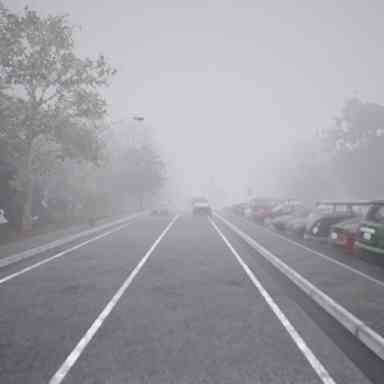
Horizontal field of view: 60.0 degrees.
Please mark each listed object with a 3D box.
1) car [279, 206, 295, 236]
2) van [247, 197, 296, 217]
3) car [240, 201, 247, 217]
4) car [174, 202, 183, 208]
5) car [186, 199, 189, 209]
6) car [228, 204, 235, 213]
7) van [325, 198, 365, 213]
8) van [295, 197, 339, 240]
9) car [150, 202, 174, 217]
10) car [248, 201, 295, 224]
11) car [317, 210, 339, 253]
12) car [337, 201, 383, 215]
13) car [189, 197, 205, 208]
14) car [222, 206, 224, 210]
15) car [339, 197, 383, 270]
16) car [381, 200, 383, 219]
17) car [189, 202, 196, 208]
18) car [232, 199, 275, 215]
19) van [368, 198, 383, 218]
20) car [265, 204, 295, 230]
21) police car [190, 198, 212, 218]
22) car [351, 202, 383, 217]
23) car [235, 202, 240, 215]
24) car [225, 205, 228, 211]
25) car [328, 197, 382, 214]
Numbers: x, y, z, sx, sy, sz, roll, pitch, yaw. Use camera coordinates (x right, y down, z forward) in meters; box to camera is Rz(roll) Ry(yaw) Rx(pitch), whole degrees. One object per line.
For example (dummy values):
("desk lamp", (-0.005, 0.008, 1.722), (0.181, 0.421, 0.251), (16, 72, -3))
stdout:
("car", (7.077, 1.595, 16.689), (4.674, 1.452, 2.002), (0, -1, 0))
("van", (7.209, 1.481, 27.796), (4.442, 1.987, 1.878), (0, -1, 0))
("car", (7.099, 1.785, 30.569), (4.674, 1.452, 2.002), (0, -1, 0))
("car", (-3.180, 3.021, 77.016), (1.812, 1.442, 4.674), (0, -3, 0))
("car", (0.060, 2.440, 68.020), (2.150, 2.045, 5.566), (0, -2, 0))
("car", (7.077, 1.570, 36.125), (5.566, 2.045, 2.435), (0, -1, 0))
("van", (20.316, 1.732, 44.321), (4.442, 1.987, 1.878), (0, -1, 0))
("van", (6.954, 1.291, 13.917), (4.442, 1.987, 1.878), (0, -1, 0))
("car", (-3.317, 1.840, 35.694), (1.837, 1.490, 4.892), (0, -1, 0))
("car", (7.093, 1.669, 25.017), (5.008, 1.535, 2.097), (0, -1, 0))
("car", (7.095, 1.509, 11.131), (4.792, 1.488, 2.163), (0, 0, 0))
("car", (20.004, 1.854, 38.658), (5.366, 1.575, 1.946), (0, -1, 0))
("car", (1.010, 1.711, 43.798), (2.150, 2.045, 5.566), (0, -1, 0))
("car", (6.938, 2.019, 47.209), (5.366, 1.575, 1.946), (0, -1, 0))
("car", (7.090, 1.205, 8.381), (5.566, 2.045, 2.435), (0, 0, 0))
("car", (20.145, 1.616, 30.352), (4.553, 1.767, 2.185), (0, -1, 0))
("car", (0.077, 3.324, 84.314), (1.837, 1.490, 4.892), (0, -3, 0))
("car", (7.141, 1.736, 38.894), (4.553, 1.767, 2.185), (0, -1, 0))
("van", (20.297, 1.553, 33.123), (4.442, 1.987, 1.878), (0, -1, 0))
("car", (7.049, 1.623, 19.466), (4.792, 1.488, 2.163), (0, -1, 0))
("police car", (0.999, 1.732, 33.855), (1.930, 1.638, 5.238), (0, -1, 0))
("car", (20.179, 1.818, 35.891), (4.892, 1.521, 2.231), (0, -1, 0))
("car", (7.131, 1.813, 33.344), (4.792, 1.488, 2.163), (0, -1, 0))
("car", (7.121, 1.907, 41.669), (5.008, 1.535, 2.097), (0, -1, 0))
("car", (20.222, 1.650, 41.430), (5.566, 2.045, 2.435), (0, -1, 0))
